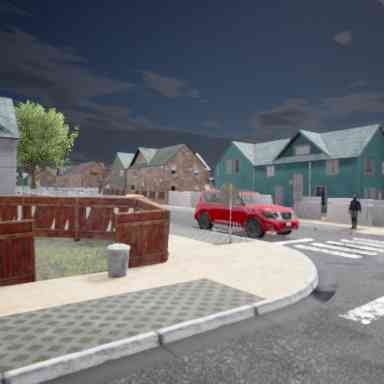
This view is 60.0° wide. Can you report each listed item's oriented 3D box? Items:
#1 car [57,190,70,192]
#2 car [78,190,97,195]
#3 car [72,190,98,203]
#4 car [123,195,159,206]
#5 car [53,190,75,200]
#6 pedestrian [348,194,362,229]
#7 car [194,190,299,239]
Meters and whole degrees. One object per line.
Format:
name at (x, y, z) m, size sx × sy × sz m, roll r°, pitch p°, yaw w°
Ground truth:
car at (-16.349, 0.528, 42.338) m, size 1.837 × 1.490 × 4.892 m, roll 1°, pitch 1°, yaw -35°
car at (-10.343, 0.775, 33.852) m, size 1.812 × 1.442 × 4.674 m, roll 1°, pitch 1°, yaw -35°
car at (-14.320, 0.534, 44.395) m, size 1.882 × 1.535 × 5.008 m, roll 1°, pitch 1°, yaw -35°
car at (-4.325, 0.956, 25.426) m, size 1.882 × 1.535 × 5.008 m, roll 1°, pitch 1°, yaw -36°
car at (-20.386, 0.378, 52.792) m, size 2.033 × 1.411 × 5.357 m, roll 1°, pitch 1°, yaw -36°
pedestrian at (8.541, 1.020, 17.517) m, size 0.375 × 1.860 × 0.375 m, roll 3°, pitch -2°, yaw -36°
car at (2.389, 0.958, 16.198) m, size 2.150 × 2.045 × 5.566 m, roll 1°, pitch 0°, yaw -38°
